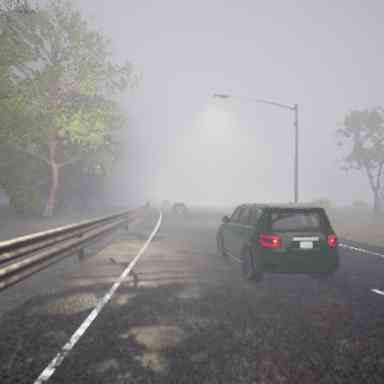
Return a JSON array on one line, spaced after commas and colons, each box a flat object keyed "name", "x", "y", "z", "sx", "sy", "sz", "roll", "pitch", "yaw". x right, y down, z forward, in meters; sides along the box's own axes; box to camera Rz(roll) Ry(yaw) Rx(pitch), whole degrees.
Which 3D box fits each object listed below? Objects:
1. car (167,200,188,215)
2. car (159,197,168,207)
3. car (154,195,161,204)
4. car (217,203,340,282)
[{"name": "car", "x": -1.621, "y": 1.997, "z": 40.085, "sx": 1.837, "sy": 1.490, "sz": 4.892, "roll": 0, "pitch": -1, "yaw": -8}, {"name": "car", "x": -5.261, "y": 2.346, "z": 67.619, "sx": 1.837, "sy": 1.490, "sz": 4.892, "roll": 0, "pitch": -1, "yaw": -8}, {"name": "car", "x": -8.836, "y": 2.321, "z": 94.669, "sx": 2.150, "sy": 2.045, "sz": 5.566, "roll": 0, "pitch": -1, "yaw": -8}, {"name": "car", "x": 2.309, "y": 1.359, "z": 10.401, "sx": 2.150, "sy": 2.045, "sz": 5.566, "roll": 0, "pitch": -1, "yaw": -8}]
